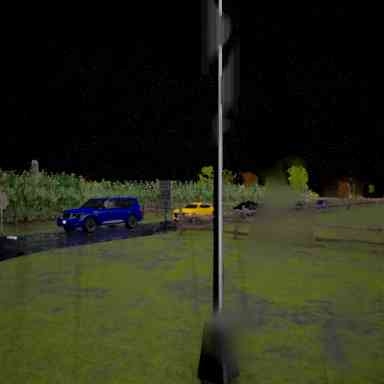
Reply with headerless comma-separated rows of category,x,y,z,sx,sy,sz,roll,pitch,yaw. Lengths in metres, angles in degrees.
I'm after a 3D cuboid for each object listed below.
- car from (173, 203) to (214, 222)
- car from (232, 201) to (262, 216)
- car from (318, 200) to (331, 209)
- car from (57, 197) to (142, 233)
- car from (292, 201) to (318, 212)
car,0.323,1.710,29.244,1.882,1.535,5.008,-1,-1,36
car,6.285,1.823,37.476,1.837,1.490,4.892,-1,-1,36
car,20.584,1.982,52.402,1.812,1.442,4.674,-1,-1,36
car,-5.606,1.371,21.043,2.150,2.045,5.566,-1,-1,36
car,14.905,1.929,44.449,1.994,1.385,4.181,-1,-1,36
